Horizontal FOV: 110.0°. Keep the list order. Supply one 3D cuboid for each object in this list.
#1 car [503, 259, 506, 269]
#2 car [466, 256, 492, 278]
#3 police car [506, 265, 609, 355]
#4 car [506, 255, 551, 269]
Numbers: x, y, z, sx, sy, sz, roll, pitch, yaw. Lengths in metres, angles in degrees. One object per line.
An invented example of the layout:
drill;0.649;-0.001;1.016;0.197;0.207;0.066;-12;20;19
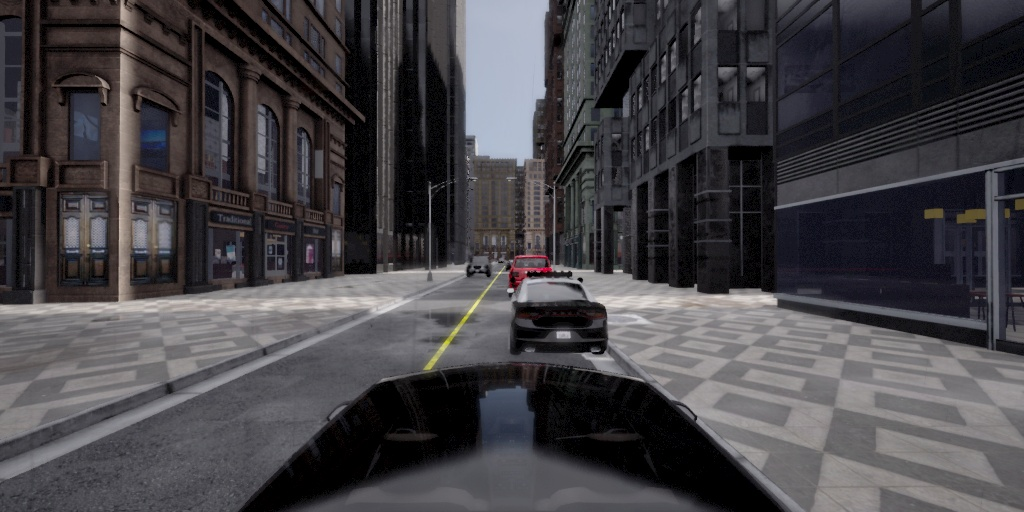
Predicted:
car;0.092;1.414;48.560;1.895;1.301;4.718;0;0;1
car;-3.070;1.005;34.498;2.150;2.045;5.566;0;0;0
police car;0.905;1.179;8.856;1.930;1.638;5.238;0;0;0
car;0.915;0.985;18.778;2.150;2.045;5.566;0;0;0
